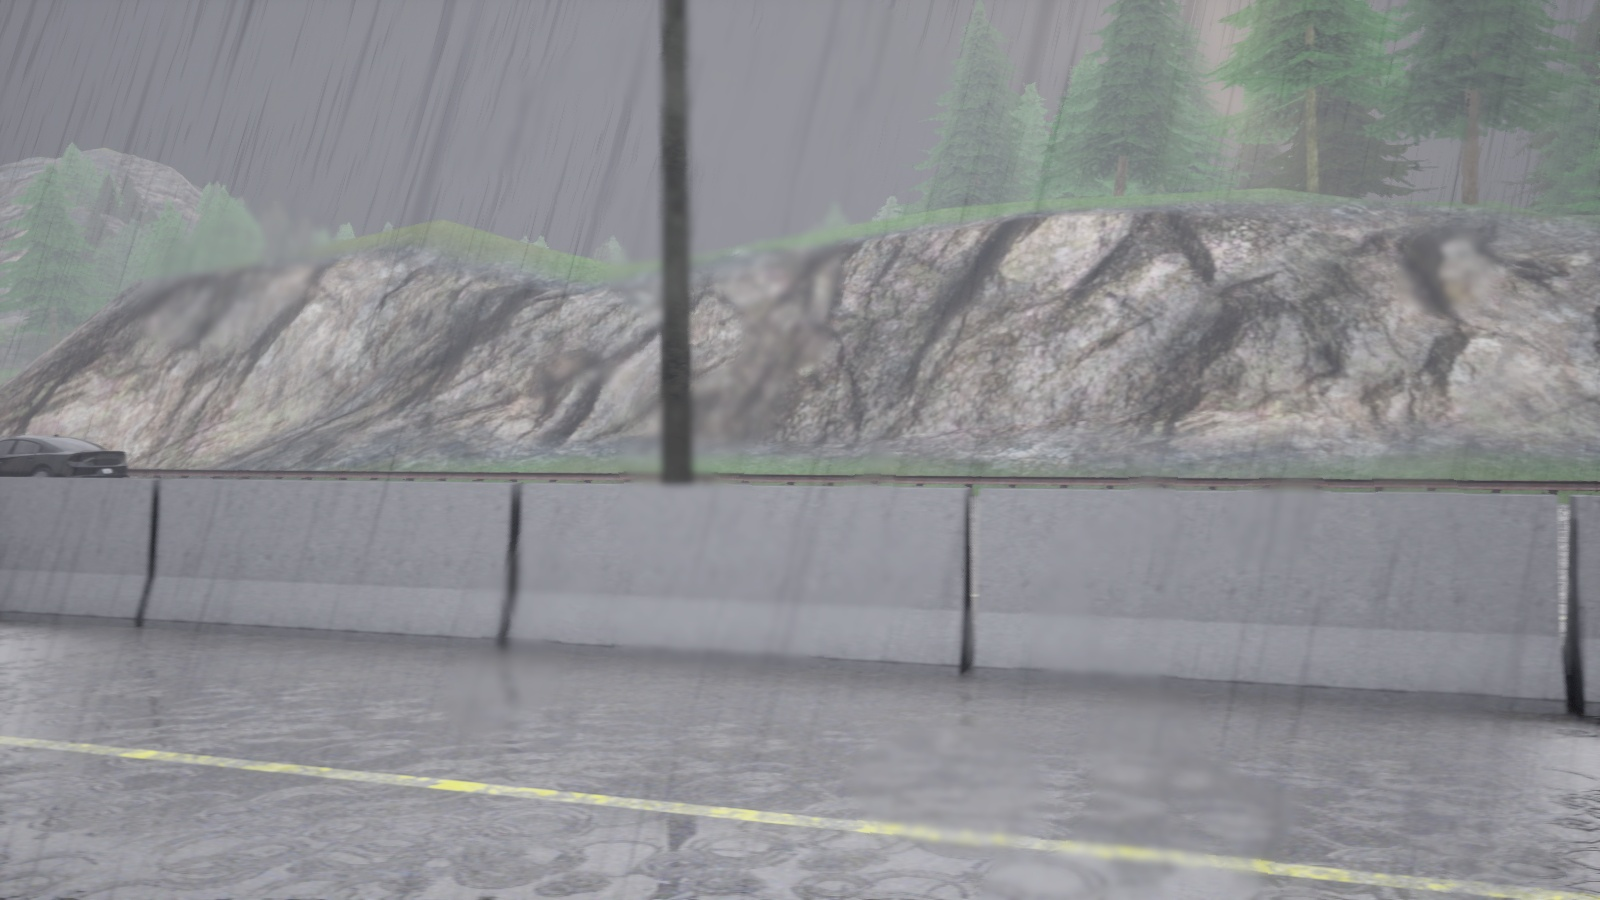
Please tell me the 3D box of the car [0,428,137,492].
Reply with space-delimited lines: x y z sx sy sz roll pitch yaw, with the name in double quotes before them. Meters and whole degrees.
"car" -19.593 0.219 31.939 5.008 1.535 1.882 1 1 19
